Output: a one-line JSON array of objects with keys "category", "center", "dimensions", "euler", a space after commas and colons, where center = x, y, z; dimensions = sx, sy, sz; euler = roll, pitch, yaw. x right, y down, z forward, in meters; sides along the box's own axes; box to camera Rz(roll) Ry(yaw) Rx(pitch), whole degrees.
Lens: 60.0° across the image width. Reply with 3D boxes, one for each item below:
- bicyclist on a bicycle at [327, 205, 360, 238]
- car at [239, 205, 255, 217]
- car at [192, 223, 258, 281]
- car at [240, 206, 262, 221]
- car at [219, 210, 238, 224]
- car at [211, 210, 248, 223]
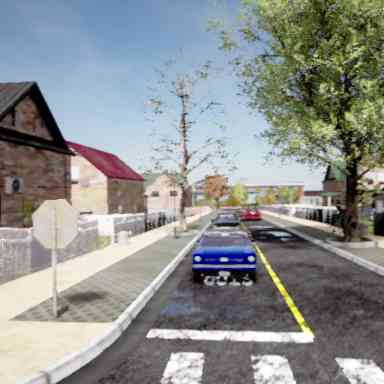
[{"category": "bicyclist on a bicycle", "center": [7.597, 1.496, 16.746], "dimensions": [1.656, 1.620, 0.582], "euler": [-4, 0, 6]}, {"category": "car", "center": [8.565, 2.947, 52.031], "dimensions": [2.097, 1.767, 4.553], "euler": [-1, -2, 7]}, {"category": "car", "center": [1.116, 1.956, 11.128], "dimensions": [1.895, 1.301, 4.718], "euler": [-1, -2, 6]}, {"category": "car", "center": [7.402, 2.596, 41.186], "dimensions": [2.097, 1.767, 4.553], "euler": [-1, -2, 7]}, {"category": "car", "center": [4.017, 2.751, 36.813], "dimensions": [1.895, 1.301, 4.718], "euler": [-1, -2, 6]}, {"category": "car", "center": [2.358, 2.187, 22.227], "dimensions": [2.128, 1.511, 4.902], "euler": [-1, -2, 6]}]
